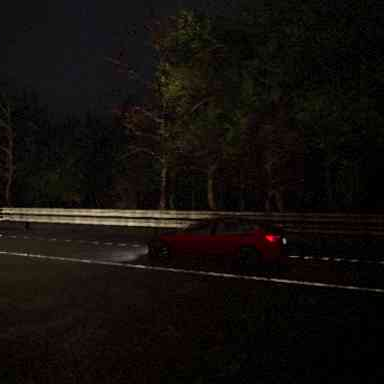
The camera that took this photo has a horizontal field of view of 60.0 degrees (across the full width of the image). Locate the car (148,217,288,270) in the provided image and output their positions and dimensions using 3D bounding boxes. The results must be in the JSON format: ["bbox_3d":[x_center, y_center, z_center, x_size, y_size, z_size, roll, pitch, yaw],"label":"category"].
[{"bbox_3d":[0.763,1.591,11.336,4.792,1.488,2.163,-1,0,25],"label":"car"}]
